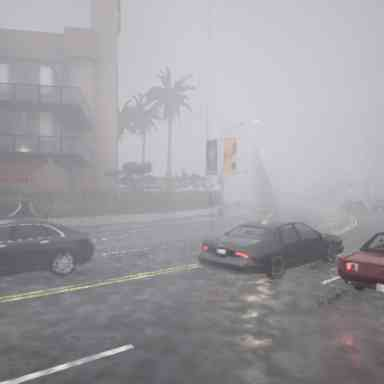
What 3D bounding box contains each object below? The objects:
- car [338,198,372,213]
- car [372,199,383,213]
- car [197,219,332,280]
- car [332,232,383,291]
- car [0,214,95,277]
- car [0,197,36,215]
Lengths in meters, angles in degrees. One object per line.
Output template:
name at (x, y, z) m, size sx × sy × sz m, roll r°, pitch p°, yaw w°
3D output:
car at (17.605, 1.473, 36.772) m, size 2.128 × 1.511 × 4.902 m, roll 0°, pitch 0°, yaw 10°
car at (21.067, 1.488, 36.418) m, size 1.837 × 1.490 × 4.892 m, roll 0°, pitch 0°, yaw 10°
car at (2.593, 1.541, 10.029) m, size 5.357 × 1.411 × 2.033 m, roll 0°, pitch 0°, yaw -42°
car at (5.431, 1.598, 7.987) m, size 4.718 × 1.301 × 1.895 m, roll 0°, pitch 0°, yaw -42°
car at (-5.037, 1.496, 8.664) m, size 4.892 × 1.490 × 1.837 m, roll 0°, pitch 0°, yaw -37°
car at (-7.921, 1.209, 10.822) m, size 5.566 × 2.045 × 2.150 m, roll 0°, pitch 0°, yaw -36°
